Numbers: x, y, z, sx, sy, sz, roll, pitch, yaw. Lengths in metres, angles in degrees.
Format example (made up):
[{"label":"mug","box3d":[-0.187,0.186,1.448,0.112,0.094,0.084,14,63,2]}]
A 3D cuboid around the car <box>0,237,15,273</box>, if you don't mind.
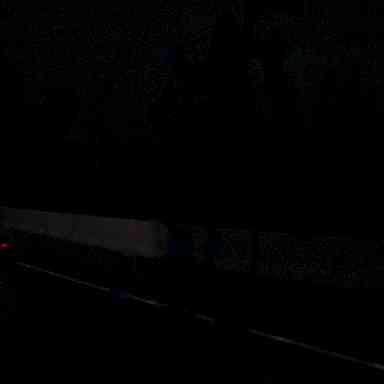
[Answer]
[{"label":"car","box3d":[-6.774,1.517,9.414,4.181,1.385,1.994,0,0,40]}]
